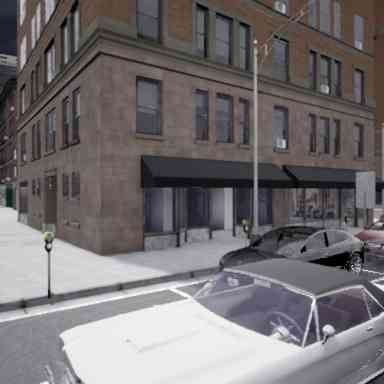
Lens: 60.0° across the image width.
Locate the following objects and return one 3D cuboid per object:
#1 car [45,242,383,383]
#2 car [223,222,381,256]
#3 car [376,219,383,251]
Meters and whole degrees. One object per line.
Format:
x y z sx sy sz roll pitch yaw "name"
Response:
0.916 1.600 3.906 4.718 1.301 1.895 0 0 -35 "car"
2.653 1.563 8.418 4.313 1.339 1.947 0 0 -35 "car"
7.135 1.578 11.609 4.206 1.307 1.802 0 0 -35 "car"
